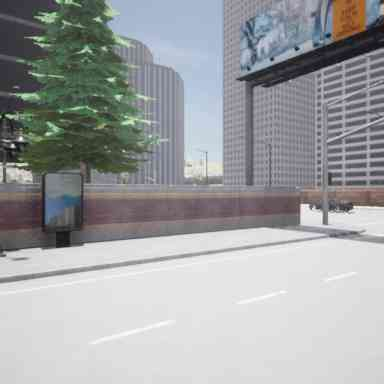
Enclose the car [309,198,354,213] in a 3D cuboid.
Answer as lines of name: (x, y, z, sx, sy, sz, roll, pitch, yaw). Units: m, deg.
car: (15.507, 1.499, 37.251, 1.837, 1.490, 4.892, 0, 0, -35)
